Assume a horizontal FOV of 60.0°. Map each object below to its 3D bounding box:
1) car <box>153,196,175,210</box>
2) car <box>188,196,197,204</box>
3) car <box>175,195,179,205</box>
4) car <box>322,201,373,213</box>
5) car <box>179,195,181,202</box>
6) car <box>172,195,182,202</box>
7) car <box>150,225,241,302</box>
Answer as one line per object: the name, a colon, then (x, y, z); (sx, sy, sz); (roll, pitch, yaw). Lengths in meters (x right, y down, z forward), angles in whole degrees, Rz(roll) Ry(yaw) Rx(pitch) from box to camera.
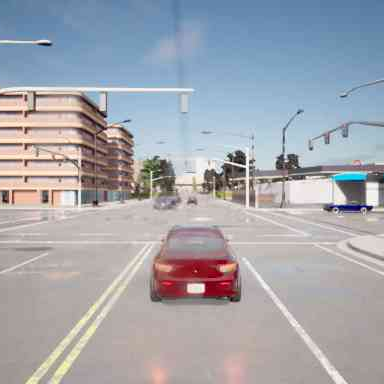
car: (-3.626, 1.334, 41.840); (2.097, 1.767, 4.553); (0, 0, 0)
car: (0.057, 1.547, 63.766); (2.033, 1.411, 5.357); (0, 0, 0)
car: (-3.629, 1.601, 55.758); (1.895, 1.301, 4.718); (0, 0, 0)
car: (16.508, 1.601, 35.464); (4.718, 1.301, 1.895); (0, 0, 1)
car: (-3.554, 1.492, 69.411); (2.128, 1.511, 4.902); (0, 0, 0)
car: (-3.561, 1.525, 79.739); (2.128, 1.511, 4.902); (0, 0, 0)
car: (0.076, 1.526, 8.154); (1.812, 1.442, 4.674); (0, 0, 0)
